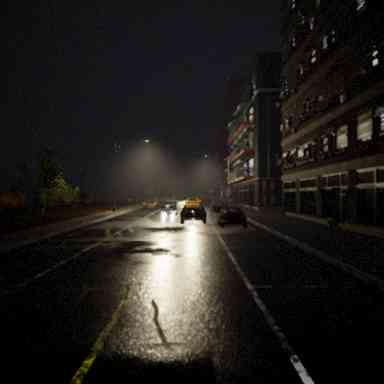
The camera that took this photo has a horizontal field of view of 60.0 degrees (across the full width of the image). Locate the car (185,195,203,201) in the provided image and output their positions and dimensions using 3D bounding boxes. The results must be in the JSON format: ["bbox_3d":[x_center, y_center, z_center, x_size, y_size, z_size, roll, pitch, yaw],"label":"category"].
[{"bbox_3d":[0.105,1.493,42.650,1.882,1.535,5.008,0,0,0],"label":"car"}]

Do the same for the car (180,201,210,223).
[{"bbox_3d":[0.104,1.610,25.625,1.895,1.301,4.718,0,0,0],"label":"car"}]

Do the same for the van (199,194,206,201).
[{"bbox_3d":[2.586,1.371,82.791,1.690,1.788,3.998,1,0,0],"label":"van"}]

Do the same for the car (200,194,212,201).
[{"bbox_3d":[2.584,1.337,60.611,2.192,1.841,5.009,1,0,0],"label":"car"}]

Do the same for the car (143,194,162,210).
[{"bbox_3d":[-5.300,1.456,43.636,1.967,1.590,4.097,1,0,0],"label":"car"}]

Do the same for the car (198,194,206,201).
[{"bbox_3d":[2.585,1.472,88.336,1.967,1.590,4.097,1,0,0],"label":"car"}]

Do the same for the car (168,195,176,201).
[{"bbox_3d":[-5.296,1.583,87.927,2.008,1.369,4.403,1,0,0],"label":"car"}]

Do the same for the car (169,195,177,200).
[{"bbox_3d":[-5.296,1.579,93.463,1.887,1.381,4.507,1,0,0],"label":"car"}]

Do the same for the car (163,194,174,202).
[{"bbox_3d":[-5.295,1.343,76.854,2.192,1.841,5.009,1,0,0],"label":"car"}]

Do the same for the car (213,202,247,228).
[{"bbox_3d":[2.576,1.590,21.797,1.802,1.307,4.206,1,0,0],"label":"car"}]

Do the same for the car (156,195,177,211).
[{"bbox_3d":[-2.832,1.506,41.578,2.128,1.511,4.902,0,0,0],"label":"car"}]

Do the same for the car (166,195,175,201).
[{"bbox_3d":[-5.296,1.470,82.391,1.967,1.590,4.097,1,0,0],"label":"car"}]

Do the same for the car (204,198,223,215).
[{"bbox_3d":[2.578,1.562,32.887,2.008,1.369,4.403,1,0,0],"label":"car"}]
